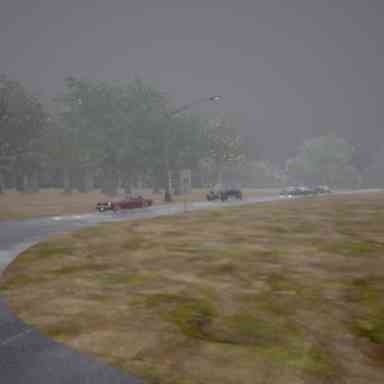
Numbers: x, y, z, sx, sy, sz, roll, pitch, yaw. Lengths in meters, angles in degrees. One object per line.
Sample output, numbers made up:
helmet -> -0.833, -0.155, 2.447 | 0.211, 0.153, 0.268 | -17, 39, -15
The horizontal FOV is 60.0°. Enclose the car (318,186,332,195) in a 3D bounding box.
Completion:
car -> 22.153, -0.324, 56.501 | 1.837, 1.490, 4.892 | -1, 0, 39

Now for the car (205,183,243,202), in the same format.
car -> 3.780, -0.005, 38.358 | 2.150, 2.045, 5.566 | -1, 1, 37

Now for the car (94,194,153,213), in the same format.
car -> -5.251, 0.859, 25.828 | 1.895, 1.301, 4.718 | -1, 2, 35

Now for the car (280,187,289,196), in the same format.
car -> 15.878, -0.133, 53.562 | 1.812, 1.442, 4.674 | -1, 1, 39

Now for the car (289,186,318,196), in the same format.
car -> 16.805, -0.147, 49.885 | 1.812, 1.442, 4.674 | -1, 1, 40
